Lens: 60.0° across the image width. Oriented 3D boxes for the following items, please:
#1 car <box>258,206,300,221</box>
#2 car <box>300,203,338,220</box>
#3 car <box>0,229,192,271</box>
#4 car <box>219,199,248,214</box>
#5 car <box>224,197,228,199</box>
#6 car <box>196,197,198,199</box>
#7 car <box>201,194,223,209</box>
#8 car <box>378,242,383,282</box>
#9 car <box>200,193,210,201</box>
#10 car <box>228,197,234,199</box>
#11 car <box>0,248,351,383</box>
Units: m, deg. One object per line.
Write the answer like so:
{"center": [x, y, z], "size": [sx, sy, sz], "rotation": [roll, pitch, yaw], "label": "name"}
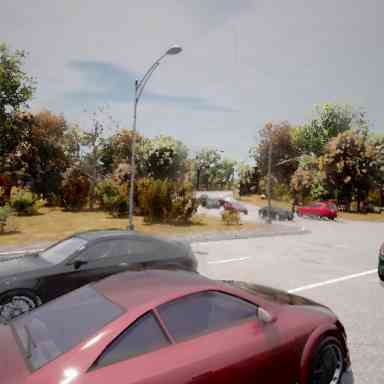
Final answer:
{"center": [9.251, 2.288, 36.693], "size": [1.837, 1.490, 4.892], "rotation": [3, -1, -23], "label": "car"}
{"center": [15.224, 2.316, 40.890], "size": [2.150, 2.045, 5.566], "rotation": [3, -1, -23], "label": "car"}
{"center": [-1.997, 1.532, 6.821], "size": [4.674, 1.442, 1.812], "rotation": [0, 0, -36], "label": "car"}
{"center": [5.895, 2.195, 45.347], "size": [1.812, 1.442, 4.674], "rotation": [3, 0, -19], "label": "car"}
{"center": [4.842, 1.668, 63.965], "size": [1.882, 1.535, 5.008], "rotation": [2, 2, -10], "label": "car"}
{"center": [0.982, 1.581, 64.745], "size": [1.895, 1.301, 4.718], "rotation": [2, 2, -9], "label": "car"}
{"center": [3.063, 1.741, 54.906], "size": [2.097, 1.767, 4.553], "rotation": [3, 1, -14], "label": "car"}
{"center": [6.905, 1.483, 8.739], "size": [4.553, 1.767, 2.097], "rotation": [2, -1, -36], "label": "car"}
{"center": [2.988, 1.152, 78.217], "size": [1.994, 1.385, 4.181], "rotation": [2, 2, -1], "label": "car"}
{"center": [7.688, 1.698, 68.193], "size": [1.812, 1.442, 4.674], "rotation": [2, 2, -9], "label": "car"}
{"center": [-0.109, 1.571, 3.674], "size": [4.181, 1.385, 1.994], "rotation": [0, 0, -36], "label": "car"}
